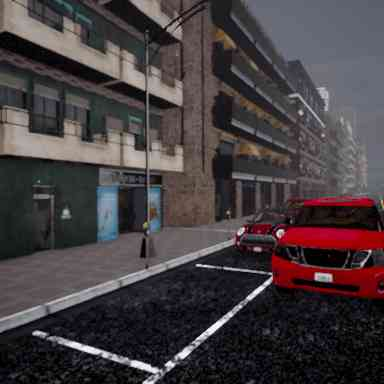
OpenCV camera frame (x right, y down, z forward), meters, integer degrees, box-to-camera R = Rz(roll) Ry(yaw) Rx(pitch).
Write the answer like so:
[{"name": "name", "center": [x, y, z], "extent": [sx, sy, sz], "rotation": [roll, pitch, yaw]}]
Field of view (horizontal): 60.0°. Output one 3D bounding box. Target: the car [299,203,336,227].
[{"name": "car", "center": [8.685, 1.478, 22.795], "extent": [1.802, 1.307, 4.206], "rotation": [0, 0, 29]}]

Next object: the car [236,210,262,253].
[{"name": "car", "center": [3.182, 1.398, 12.956], "extent": [1.967, 1.590, 4.097], "rotation": [0, 0, 29]}]

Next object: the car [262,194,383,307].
[{"name": "car", "center": [3.736, 1.180, 8.437], "extent": [2.150, 2.045, 5.566], "rotation": [0, 0, 29]}]

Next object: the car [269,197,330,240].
[{"name": "car", "center": [5.933, 1.242, 17.875], "extent": [2.192, 1.841, 5.009], "rotation": [0, 0, 29]}]

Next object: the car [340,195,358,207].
[{"name": "car", "center": [22.437, 1.180, 47.391], "extent": [1.967, 1.590, 4.097], "rotation": [0, 0, 29]}]
